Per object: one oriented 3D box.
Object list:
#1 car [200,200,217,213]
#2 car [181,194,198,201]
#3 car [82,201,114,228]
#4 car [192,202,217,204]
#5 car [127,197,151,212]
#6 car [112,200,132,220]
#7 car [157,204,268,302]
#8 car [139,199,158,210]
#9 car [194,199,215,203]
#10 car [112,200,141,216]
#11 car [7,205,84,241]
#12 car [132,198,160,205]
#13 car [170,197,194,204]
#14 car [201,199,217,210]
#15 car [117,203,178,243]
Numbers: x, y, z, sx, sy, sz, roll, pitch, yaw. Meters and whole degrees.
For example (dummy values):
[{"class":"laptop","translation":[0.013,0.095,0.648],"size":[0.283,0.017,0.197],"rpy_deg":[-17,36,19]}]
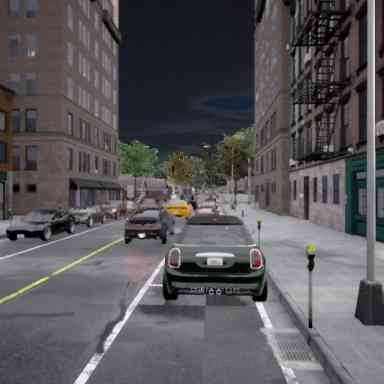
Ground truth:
[{"class":"car","translation":[1.947,1.594,38.269],"size":[1.802,1.307,4.206],"rpy_deg":[0,0,3]},{"class":"car","translation":[-0.411,1.238,43.611],"size":[2.150,2.045,5.566],"rpy_deg":[0,0,5]},{"class":"car","translation":[-7.027,1.551,22.205],"size":[2.008,1.369,4.403],"rpy_deg":[0,0,3]},{"class":"car","translation":[0.984,1.583,21.742],"size":[1.802,1.307,4.206],"rpy_deg":[0,0,3]},{"class":"car","translation":[-6.065,1.451,38.734],"size":[1.967,1.590,4.097],"rpy_deg":[0,0,3]},{"class":"car","translation":[-6.707,1.443,27.715],"size":[1.967,1.590,4.097],"rpy_deg":[0,0,3]},{"class":"car","translation":[0.563,1.352,8.491],"size":[2.097,1.767,4.553],"rpy_deg":[0,0,3]},{"class":"car","translation":[-5.744,1.597,44.244],"size":[1.802,1.307,4.206],"rpy_deg":[0,0,3]},{"class":"car","translation":[1.315,1.530,27.421],"size":[1.752,1.417,4.829],"rpy_deg":[0,0,3]},{"class":"car","translation":[-6.396,1.532,33.054],"size":[1.752,1.417,4.829],"rpy_deg":[0,0,3]},{"class":"car","translation":[-7.348,1.565,16.696],"size":[1.947,1.339,4.313],"rpy_deg":[0,0,3]},{"class":"car","translation":[-3.996,1.357,30.506],"size":[2.097,1.767,4.553],"rpy_deg":[0,0,3]},{"class":"car","translation":[-1.130,1.482,29.114],"size":[1.882,1.535,5.008],"rpy_deg":[0,0,3]},{"class":"car","translation":[2.268,1.582,43.778],"size":[1.947,1.339,4.313],"rpy_deg":[0,0,3]},{"class":"car","translation":[-1.896,1.505,15.943],"size":[1.837,1.490,4.892],"rpy_deg":[0,0,3]}]
